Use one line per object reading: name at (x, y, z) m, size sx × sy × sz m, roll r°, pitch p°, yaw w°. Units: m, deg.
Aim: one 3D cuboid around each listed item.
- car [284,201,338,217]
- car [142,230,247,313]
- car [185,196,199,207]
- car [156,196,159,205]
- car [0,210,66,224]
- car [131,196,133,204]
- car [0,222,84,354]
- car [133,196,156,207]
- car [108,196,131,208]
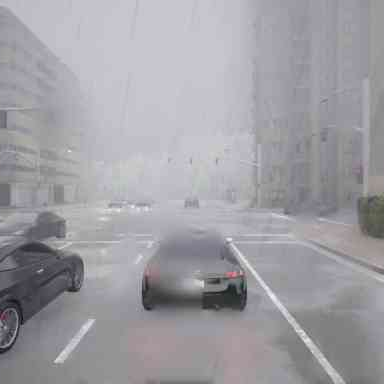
car at (10.558, 1.564, 30.324) m, size 4.181 × 1.385 × 1.994 m, roll 0°, pitch 0°, yaw 0°
car at (0.050, 1.564, 7.758) m, size 1.994 × 1.385 × 4.181 m, roll 0°, pitch 0°, yaw 0°
car at (-0.024, 1.352, 50.960) m, size 2.097 × 1.767 × 4.553 m, roll 0°, pitch 0°, yaw 0°
car at (-7.173, 1.505, 60.772) m, size 1.837 × 1.490 × 4.892 m, roll 0°, pitch 0°, yaw 0°
car at (-7.085, 1.526, 14.477) m, size 1.812 × 1.442 × 4.674 m, roll 0°, pitch 0°, yaw 3°
car at (-10.682, 1.505, 57.919) m, size 1.837 × 1.490 × 4.892 m, roll 0°, pitch 0°, yaw 0°
car at (-3.460, 1.526, 5.956) m, size 1.812 × 1.442 × 4.674 m, roll 0°, pitch 0°, yaw 0°
car at (-7.168, 1.547, 50.757) m, size 2.033 × 1.411 × 5.357 m, roll 0°, pitch 0°, yaw 0°
car at (-10.674, 1.547, 48.227) m, size 2.033 × 1.411 × 5.357 m, roll 0°, pitch 0°, yaw 0°
